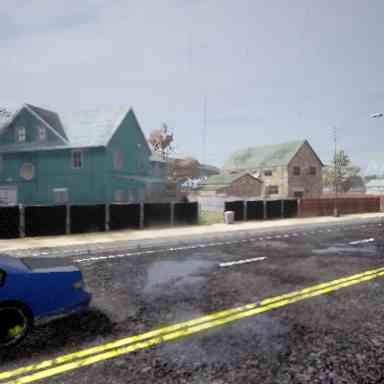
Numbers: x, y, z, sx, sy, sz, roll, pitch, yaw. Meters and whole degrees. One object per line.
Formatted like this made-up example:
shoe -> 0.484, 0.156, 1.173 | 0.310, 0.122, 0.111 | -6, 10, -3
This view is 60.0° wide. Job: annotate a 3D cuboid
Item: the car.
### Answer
car -> -4.233, 1.549, 4.657 | 5.357, 1.411, 2.033 | 0, 0, -36
